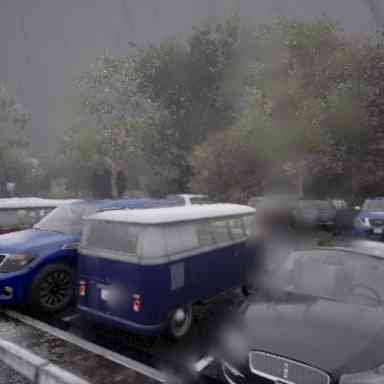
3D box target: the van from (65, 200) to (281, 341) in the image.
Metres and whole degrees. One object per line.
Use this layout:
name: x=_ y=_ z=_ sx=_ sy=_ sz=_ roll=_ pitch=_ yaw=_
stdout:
van: x=0.015 y=1.273 z=6.694 sx=1.878 sy=1.987 sz=4.442 roll=0 pitch=0 yaw=35

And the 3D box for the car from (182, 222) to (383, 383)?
car: x=2.240 y=1.511 z=4.981 sx=2.231 sy=1.521 sz=4.892 roll=0 pitch=0 yaw=35

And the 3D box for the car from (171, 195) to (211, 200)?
car: x=0.255 y=1.192 z=22.449 sx=2.435 sy=2.045 sz=5.566 roll=0 pitch=0 yaw=35

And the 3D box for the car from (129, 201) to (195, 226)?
car: x=-2.044 y=1.455 z=24.008 sx=2.163 sy=1.488 sz=4.792 roll=0 pitch=0 yaw=35

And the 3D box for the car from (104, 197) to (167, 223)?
car: x=-4.274 y=1.282 z=25.663 sx=2.185 sy=1.767 sz=4.553 roll=0 pitch=0 yaw=35

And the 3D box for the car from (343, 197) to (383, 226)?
car: x=9.280 y=1.258 z=15.981 sx=2.435 sy=2.045 sz=5.566 roll=0 pitch=0 yaw=35

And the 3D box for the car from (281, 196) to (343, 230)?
car: x=7.048 y=1.246 z=17.633 sx=2.435 sy=2.045 sz=5.566 roll=0 pitch=0 yaw=35

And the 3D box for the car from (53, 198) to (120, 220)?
car: x=-8.927 y=1.368 z=28.697 sx=1.946 sy=1.575 sz=5.366 roll=0 pitch=0 yaw=35

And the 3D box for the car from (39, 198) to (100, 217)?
car: x=-11.082 y=1.354 z=30.459 sx=2.231 sy=1.521 sz=4.892 roll=0 pitch=0 yaw=35

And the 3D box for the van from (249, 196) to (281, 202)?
van: x=4.834 y=1.253 z=19.311 sx=1.878 sy=1.987 sz=4.442 roll=0 pitch=0 yaw=35

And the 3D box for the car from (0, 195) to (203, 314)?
car: x=-2.354 y=1.229 z=8.196 sx=2.435 sy=2.045 sz=5.566 roll=0 pitch=0 yaw=35
